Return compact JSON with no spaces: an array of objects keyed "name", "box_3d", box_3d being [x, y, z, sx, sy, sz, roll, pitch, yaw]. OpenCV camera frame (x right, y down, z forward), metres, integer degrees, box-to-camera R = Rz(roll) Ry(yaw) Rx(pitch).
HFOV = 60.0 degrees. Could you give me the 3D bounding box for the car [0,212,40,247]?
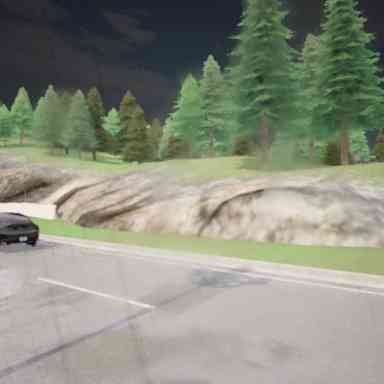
[{"name":"car","box_3d":[-8.604,1.649,14.780,4.892,1.490,1.837,-1,0,39]}]
